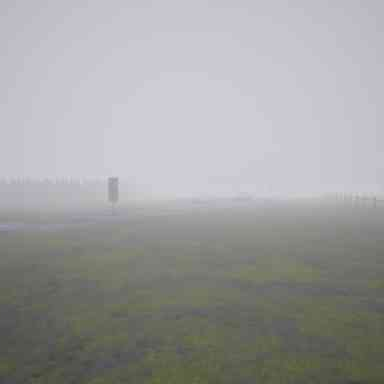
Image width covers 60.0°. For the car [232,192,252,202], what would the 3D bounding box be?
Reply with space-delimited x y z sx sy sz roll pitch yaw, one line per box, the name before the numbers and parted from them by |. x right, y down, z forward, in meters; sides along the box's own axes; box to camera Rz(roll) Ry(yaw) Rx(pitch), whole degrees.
car | 8.407 0.728 55.414 2.097 1.767 4.553 0 1 31
